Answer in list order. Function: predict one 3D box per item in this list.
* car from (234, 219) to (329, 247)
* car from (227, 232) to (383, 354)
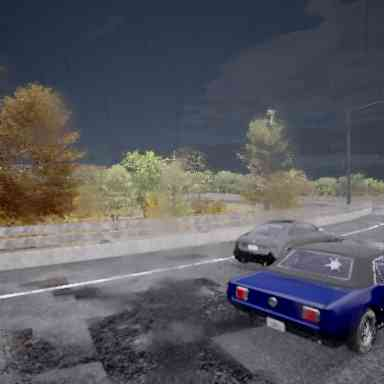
[{"bbox_3d":[3.325,1.616,11.134,4.181,1.385,1.994,0,0,-41],"label":"car"},{"bbox_3d":[2.940,1.627,6.193,4.718,1.301,1.895,0,0,-39],"label":"car"}]
